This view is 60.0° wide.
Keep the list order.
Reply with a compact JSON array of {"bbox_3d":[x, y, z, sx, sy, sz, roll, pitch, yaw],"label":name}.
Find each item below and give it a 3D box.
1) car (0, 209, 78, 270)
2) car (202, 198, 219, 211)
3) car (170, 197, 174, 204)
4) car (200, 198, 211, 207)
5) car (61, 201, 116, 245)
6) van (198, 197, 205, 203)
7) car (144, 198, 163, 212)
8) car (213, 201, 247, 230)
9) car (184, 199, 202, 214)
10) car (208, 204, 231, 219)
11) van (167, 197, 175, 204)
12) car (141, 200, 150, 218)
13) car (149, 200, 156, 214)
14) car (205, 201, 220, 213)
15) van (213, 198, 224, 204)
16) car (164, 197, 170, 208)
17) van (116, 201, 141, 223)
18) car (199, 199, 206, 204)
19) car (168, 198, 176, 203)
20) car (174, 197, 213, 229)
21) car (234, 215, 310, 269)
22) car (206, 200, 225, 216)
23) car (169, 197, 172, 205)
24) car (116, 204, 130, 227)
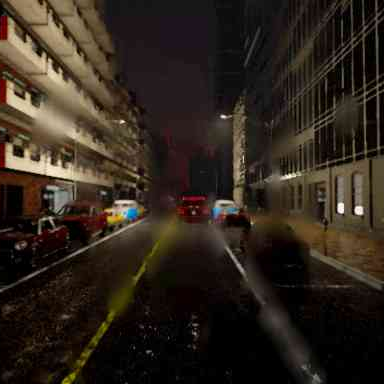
[{"bbox_3d":[-5.673,1.557,11.311,1.967,1.590,4.097,1,-1,0],"label":"car"},{"bbox_3d":[2.712,1.819,50.228,2.192,1.841,5.009,1,-1,0],"label":"car"},{"bbox_3d":[-5.633,2.093,77.869,2.192,1.841,5.009,1,-1,0],"label":"car"},{"bbox_3d":[2.710,2.109,66.870,1.967,1.590,4.097,1,-1,0],"label":"car"},{"bbox_3d":[-5.673,1.488,16.858,2.192,1.841,5.009,1,-1,0],"label":"car"},{"bbox_3d":[2.714,2.282,94.608,1.690,1.788,3.998,1,-1,0],"label":"van"},{"bbox_3d":[-5.636,1.764,44.590,2.192,1.841,5.009,1,-1,0],"label":"car"},{"bbox_3d":[2.708,1.669,22.489,1.967,1.590,4.097,1,-1,0],"label":"car"},{"bbox_3d":[0.102,1.769,41.411,2.097,1.767,4.553,0,-1,0],"label":"car"},{"bbox_3d":[2.706,1.905,33.583,1.947,1.339,4.313,1,-1,0],"label":"car"},{"bbox_3d":[-5.633,2.227,88.961,1.690,1.788,3.998,1,-1,0],"label":"van"},{"bbox_3d":[-5.640,1.863,33.325,1.752,1.417,4.829,1,-1,0],"label":"car"},{"bbox_3d":[-5.641,1.976,39.040,1.802,1.307,4.206,1,-1,0],"label":"car"},{"bbox_3d":[2.707,1.977,44.849,1.752,1.417,4.829,1,-1,0],"label":"car"},{"bbox_3d":[2.710,1.626,28.038,1.690,1.788,3.998,1,-1,0],"label":"van"},{"bbox_3d":[-5.640,2.180,61.227,1.947,1.339,4.313,1,-1,0],"label":"car"},{"bbox_3d":[-5.645,1.625,27.951,1.690,1.788,3.998,1,-1,0],"label":"van"},{"bbox_3d":[2.709,2.469,89.058,1.802,1.307,4.206,1,-1,0],"label":"car"},{"bbox_3d":[-5.638,2.523,94.506,1.802,1.307,4.206,1,-1,0],"label":"car"},{"bbox_3d":[0.109,1.462,23.873,2.150,2.045,5.566,0,-1,0],"label":"car"},{"bbox_3d":[2.705,1.699,11.392,1.802,1.307,4.206,1,-1,0],"label":"car"},{"bbox_3d":[2.709,1.835,39.132,1.967,1.590,4.097,1,-1,0],"label":"car"},{"bbox_3d":[-5.639,2.250,66.774,1.802,1.307,4.206,1,-1,0],"label":"car"},{"bbox_3d":[-5.684,1.752,22.232,1.752,1.417,4.829,1,-1,0],"label":"car"}]
